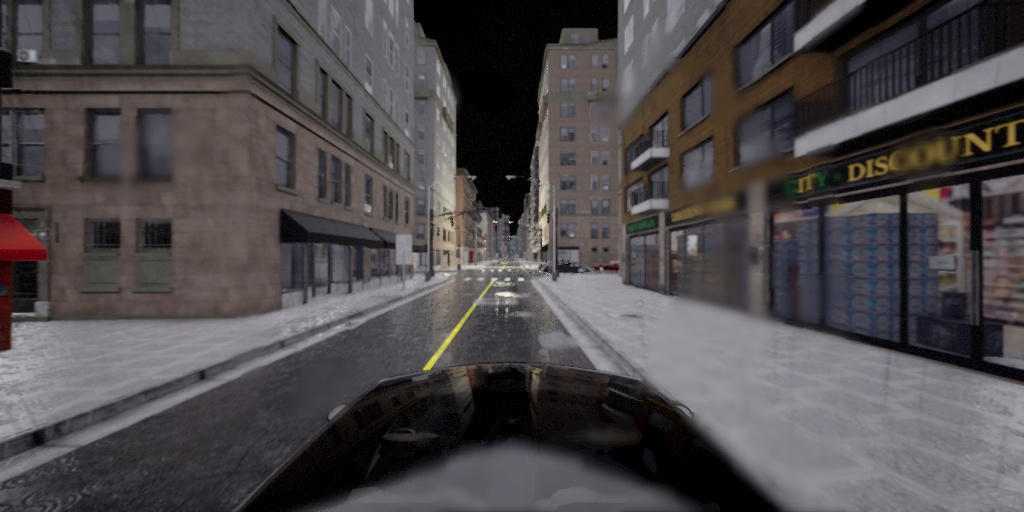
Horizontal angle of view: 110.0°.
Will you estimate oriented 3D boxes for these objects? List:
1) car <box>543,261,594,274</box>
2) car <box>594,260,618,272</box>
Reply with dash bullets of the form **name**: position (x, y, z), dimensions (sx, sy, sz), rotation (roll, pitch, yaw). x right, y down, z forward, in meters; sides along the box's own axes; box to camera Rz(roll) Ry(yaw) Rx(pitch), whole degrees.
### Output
- **car**: position (5.682, 1.219, 37.800), dimensions (4.892, 1.490, 1.837), rotation (-1, 0, 0)
- **car**: position (12.127, 1.161, 43.616), dimensions (4.507, 1.381, 1.888), rotation (0, 0, 0)
